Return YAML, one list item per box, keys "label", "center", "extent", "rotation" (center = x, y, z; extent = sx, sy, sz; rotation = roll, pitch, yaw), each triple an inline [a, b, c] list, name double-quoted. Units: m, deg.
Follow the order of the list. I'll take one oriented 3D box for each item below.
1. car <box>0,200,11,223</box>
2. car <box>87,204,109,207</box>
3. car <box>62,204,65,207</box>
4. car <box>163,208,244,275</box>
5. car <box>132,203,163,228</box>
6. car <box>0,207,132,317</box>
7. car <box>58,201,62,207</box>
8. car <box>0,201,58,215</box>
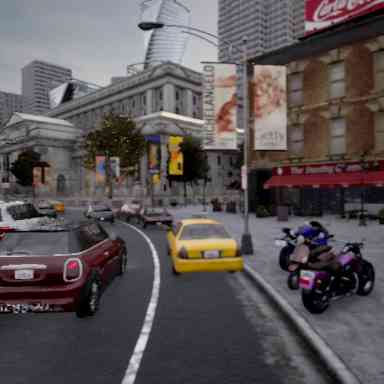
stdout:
- label: "car"
  center: [-14.866, 1.444, 25.375]
  extent: [1.837, 1.490, 4.892]
  rotation: [0, 0, -28]
- label: "car"
  center: [-7.114, 1.644, 25.042]
  extent: [2.128, 1.511, 4.902]
  rotation: [0, 0, -23]
- label: "car"
  center: [-16.848, 1.771, 39.753]
  extent: [1.882, 1.535, 5.008]
  rotation: [0, 0, -42]
- label: "car"
  center: [0.165, 1.492, 10.580]
  extent: [1.801, 1.575, 5.366]
  rotation: [-1, 0, -7]
- label: "car"
  center: [-2.705, 1.700, 22.993]
  extent: [1.895, 1.301, 4.718]
  rotation: [0, 0, -17]
- label: "car"
  center: [-2.876, 1.406, 7.696]
  extent: [2.097, 1.767, 4.553]
  rotation: [-1, 0, -2]
- label: "car"
  center: [-13.165, 1.715, 29.238]
  extent: [2.128, 1.511, 4.902]
  rotation: [0, 0, -30]
- label: "car"
  center: [-6.685, 1.325, 11.858]
  extent: [2.150, 2.045, 5.566]
  rotation: [0, 0, -9]
